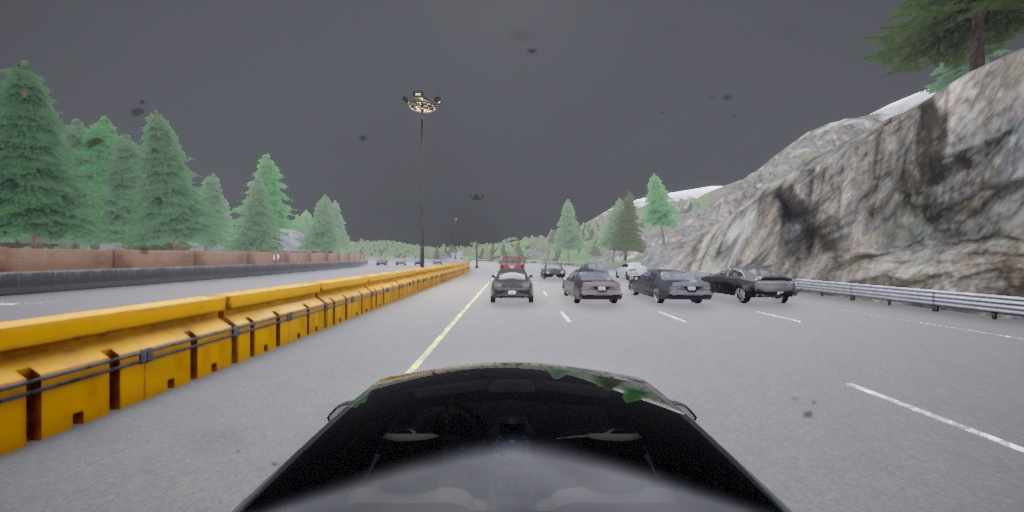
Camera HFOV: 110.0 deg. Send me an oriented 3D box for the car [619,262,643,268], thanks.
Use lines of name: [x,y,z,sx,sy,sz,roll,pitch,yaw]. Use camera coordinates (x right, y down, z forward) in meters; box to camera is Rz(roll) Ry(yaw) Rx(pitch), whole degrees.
car: [10.523,1.281,31.480,1.812,1.442,4.674,0,0,0]

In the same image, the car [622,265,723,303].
car: [7.005,1.310,16.485,2.033,1.411,5.357,0,0,0]

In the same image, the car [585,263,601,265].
car: [7.023,1.311,31.485,2.033,1.411,5.357,0,0,0]

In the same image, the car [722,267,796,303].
car: [10.505,1.242,16.480,2.128,1.511,4.902,0,0,0]

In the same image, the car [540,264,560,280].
car: [3.523,1.364,31.519,1.895,1.301,4.718,0,0,0]

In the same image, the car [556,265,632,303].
car: [3.505,1.310,16.489,2.033,1.411,5.357,0,0,0]

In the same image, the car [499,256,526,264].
car: [0.023,1.005,31.523,2.150,2.045,5.566,0,0,0]

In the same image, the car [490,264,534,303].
car: [0.005,1.280,16.493,1.812,1.442,4.674,0,0,0]
